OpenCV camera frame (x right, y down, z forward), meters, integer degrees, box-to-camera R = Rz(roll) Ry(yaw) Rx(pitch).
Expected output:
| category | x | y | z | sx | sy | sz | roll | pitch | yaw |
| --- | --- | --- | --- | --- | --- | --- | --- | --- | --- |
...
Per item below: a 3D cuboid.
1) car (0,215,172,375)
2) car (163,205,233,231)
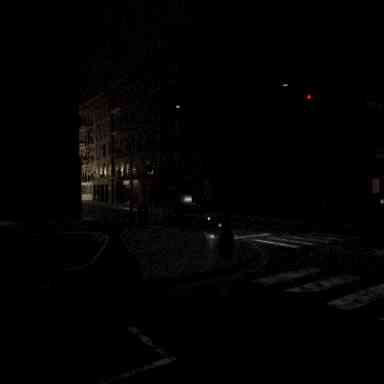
| category | x | y | z | sx | sy | sz | roll | pitch | yaw |
| --- | --- | --- | --- | --- | --- | --- | --- | --- | --- |
| car | -2.993 | 1.316 | 4.054 | 5.009 | 1.841 | 2.192 | 0 | 0 | -35 |
| car | 0.240 | 1.465 | 19.687 | 1.895 | 1.301 | 4.718 | 0 | 1 | -36 |
